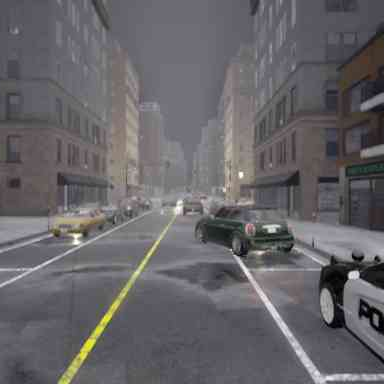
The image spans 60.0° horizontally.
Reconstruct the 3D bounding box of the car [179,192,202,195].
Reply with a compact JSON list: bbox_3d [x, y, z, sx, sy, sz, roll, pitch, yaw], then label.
[{"bbox_3d":[-0.390,1.251,48.469,2.128,1.511,4.902,0,1,-8],"label":"car"}]

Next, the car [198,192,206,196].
[{"bbox_3d":[2.602,1.239,78.161,1.887,1.381,4.507,0,0,0],"label":"car"}]

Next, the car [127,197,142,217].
[{"bbox_3d":[-5.827,1.308,28.742,1.967,1.590,4.097,0,0,0],"label":"car"}]

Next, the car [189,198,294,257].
[{"bbox_3d":[1.830,1.288,13.032,2.097,1.767,4.553,0,0,-23],"label":"car"}]

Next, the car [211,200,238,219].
[{"bbox_3d":[2.699,1.412,28.743,1.887,1.381,4.507,0,0,0],"label":"car"}]

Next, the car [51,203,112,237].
[{"bbox_3d":[-5.836,1.441,17.587,1.752,1.417,4.829,0,0,0],"label":"car"}]

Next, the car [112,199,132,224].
[{"bbox_3d":[-5.832,1.441,23.249,2.008,1.369,4.403,0,0,0],"label":"car"}]

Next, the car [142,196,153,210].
[{"bbox_3d":[-5.818,1.263,39.728,1.967,1.590,4.097,0,0,0],"label":"car"}]

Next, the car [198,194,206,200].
[{"bbox_3d":[2.554,1.247,83.667,1.947,1.339,4.313,0,0,0],"label":"car"}]

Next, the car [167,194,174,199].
[{"bbox_3d":[-6.068,1.241,94.614,1.802,1.307,4.206,0,0,0],"label":"car"}]

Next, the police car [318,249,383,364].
[{"bbox_3d":[3.137,1.404,3.981,1.930,1.638,5.238,0,0,0],"label":"police car"}]

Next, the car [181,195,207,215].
[{"bbox_3d":[0.110,1.349,31.514,2.128,1.511,4.902,0,0,0],"label":"car"}]

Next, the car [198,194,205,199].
[{"bbox_3d":[2.504,1.194,89.344,1.752,1.417,4.829,0,0,0],"label":"car"}]

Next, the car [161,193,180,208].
[{"bbox_3d":[-2.964,1.322,43.797,1.882,1.535,5.008,0,0,0],"label":"car"}]

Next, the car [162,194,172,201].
[{"bbox_3d":[-5.923,1.244,78.090,2.008,1.369,4.403,0,0,0],"label":"car"}]

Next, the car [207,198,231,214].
[{"bbox_3d":[2.703,1.396,34.234,2.008,1.369,4.403,0,0,0],"label":"car"}]

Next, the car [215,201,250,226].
[{"bbox_3d":[2.695,1.435,23.251,1.887,1.381,4.507,0,0,0],"label":"car"}]

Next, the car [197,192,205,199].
[{"bbox_3d":[2.459,0.975,94.681,2.192,1.841,5.009,0,0,0],"label":"car"}]

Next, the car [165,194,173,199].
[{"bbox_3d":[-6.019,1.214,89.106,1.887,1.381,4.507,0,0,0],"label":"car"}]
